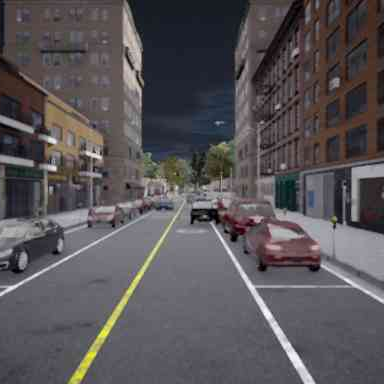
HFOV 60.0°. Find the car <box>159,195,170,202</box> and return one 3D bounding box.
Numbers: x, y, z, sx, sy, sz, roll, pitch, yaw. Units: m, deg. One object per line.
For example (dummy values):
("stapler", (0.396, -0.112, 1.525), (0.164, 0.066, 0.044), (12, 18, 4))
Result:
("car", (-5.430, 1.279, 65.549), (1.802, 1.307, 4.206), (0, 0, 0))

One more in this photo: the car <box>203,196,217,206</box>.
("car", (2.605, 1.290, 49.171), (1.752, 1.417, 4.829), (0, 0, 0))

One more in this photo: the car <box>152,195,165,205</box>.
("car", (-5.423, 1.268, 54.341), (1.752, 1.417, 4.829), (0, 0, 0))

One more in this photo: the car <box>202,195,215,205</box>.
("car", (2.602, 1.287, 54.519), (1.887, 1.381, 4.507), (0, 0, 0))

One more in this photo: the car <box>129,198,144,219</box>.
("car", (-5.405, 1.419, 26.918), (2.008, 1.369, 4.403), (0, 0, 0))

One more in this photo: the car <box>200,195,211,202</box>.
("car", (2.595, 1.263, 65.556), (1.947, 1.339, 4.313), (0, 0, 0))

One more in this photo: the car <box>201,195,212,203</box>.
("car", (2.599, 1.302, 60.037), (1.802, 1.307, 4.206), (0, 0, 0))

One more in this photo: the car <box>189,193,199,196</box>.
("car", (0.799, 1.263, 39.448), (1.801, 1.575, 5.366), (0, 0, 0))

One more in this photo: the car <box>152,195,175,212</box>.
("car", (-2.872, 1.371, 36.140), (2.033, 1.411, 5.357), (0, 0, 0))

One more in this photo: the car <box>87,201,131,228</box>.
("car", (-5.401, 1.477, 21.399), (1.802, 1.307, 4.206), (0, 0, 0))

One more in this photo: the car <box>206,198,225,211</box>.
("car", (2.613, 1.396, 37.965), (1.802, 1.307, 4.206), (0, 0, 0))

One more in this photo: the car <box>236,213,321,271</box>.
("car", (2.631, 1.531, 10.374), (1.802, 1.307, 4.206), (0, 0, 0))

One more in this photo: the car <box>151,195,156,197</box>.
("car", (-5.412, 1.381, 37.956), (1.947, 1.339, 4.313), (0, 0, 0))

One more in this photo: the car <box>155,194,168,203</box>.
("car", (-5.427, 1.160, 60.030), (1.967, 1.590, 4.097), (0, 0, 0))

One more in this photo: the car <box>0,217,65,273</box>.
("car", (-5.394, 1.500, 10.361), (2.008, 1.369, 4.403), (0, 0, 0))

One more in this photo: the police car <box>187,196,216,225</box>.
("police car", (0.810, 1.310, 23.367), (1.930, 1.638, 5.238), (0, 0, 0))

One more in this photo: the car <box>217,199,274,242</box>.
("car", (2.627, 1.237, 15.891), (2.192, 1.841, 5.009), (0, 0, 0))

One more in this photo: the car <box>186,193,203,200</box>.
("car", (0.581, 0.978, 74.432), (1.882, 1.535, 5.008), (0, 0, 27))

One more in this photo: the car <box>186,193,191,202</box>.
("car", (-0.038, 1.214, 59.334), (2.128, 1.511, 4.902), (0, 0, 0))

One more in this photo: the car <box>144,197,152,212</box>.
("car", (-5.408, 1.386, 32.437), (1.887, 1.381, 4.507), (0, 0, 0))

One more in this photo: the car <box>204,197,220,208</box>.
("car", (2.609, 1.371, 43.483), (1.802, 1.307, 4.206), (0, 0, 0))

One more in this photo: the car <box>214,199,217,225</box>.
("car", (2.619, 1.419, 21.578), (1.752, 1.417, 4.829), (0, 0, 0))
